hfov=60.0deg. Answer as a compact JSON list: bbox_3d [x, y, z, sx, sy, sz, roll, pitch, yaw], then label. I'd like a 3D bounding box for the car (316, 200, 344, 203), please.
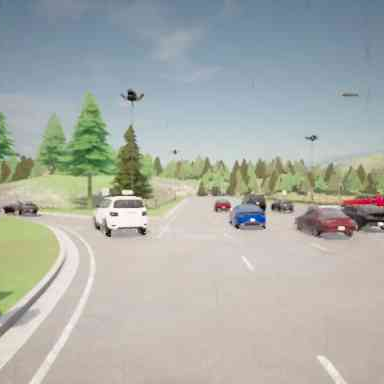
[{"bbox_3d":[14.215,1.706,36.004,1.895,1.301,4.718,0,0,0],"label":"car"}]

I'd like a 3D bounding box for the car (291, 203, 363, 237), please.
[{"bbox_3d":[7.159,1.579,18.216,1.812,1.442,4.674,0,0,0],"label":"car"}]

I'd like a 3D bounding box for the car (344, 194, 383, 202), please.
[{"bbox_3d":[22.758,1.344,43.938,2.150,2.045,5.566,0,0,-44],"label":"car"}]

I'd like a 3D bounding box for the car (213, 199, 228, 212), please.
[{"bbox_3d":[3.729,1.614,41.420,1.882,1.535,5.008,0,0,0],"label":"car"}]

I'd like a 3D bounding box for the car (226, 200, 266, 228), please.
[{"bbox_3d":[3.673,1.550,22.569,1.882,1.535,5.008,0,0,0],"label":"car"}]

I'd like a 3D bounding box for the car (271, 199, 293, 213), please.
[{"bbox_3d":[10.724,1.613,39.717,2.128,1.511,4.902,0,0,0],"label":"car"}]

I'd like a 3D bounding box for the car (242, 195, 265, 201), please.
[{"bbox_3d":[7.221,1.345,39.057,2.150,2.045,5.566,0,0,0],"label":"car"}]

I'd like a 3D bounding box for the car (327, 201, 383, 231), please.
[{"bbox_3d":[10.668,1.564,21.218,1.837,1.490,4.892,0,0,0],"label":"car"}]

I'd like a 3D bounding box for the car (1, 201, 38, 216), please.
[{"bbox_3d":[-17.545,1.627,33.781,4.902,1.511,2.128,0,0,37],"label":"car"}]

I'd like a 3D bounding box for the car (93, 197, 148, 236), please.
[{"bbox_3d":[-4.232,1.291,19.154,2.150,2.045,5.566,0,0,-25],"label":"car"}]
